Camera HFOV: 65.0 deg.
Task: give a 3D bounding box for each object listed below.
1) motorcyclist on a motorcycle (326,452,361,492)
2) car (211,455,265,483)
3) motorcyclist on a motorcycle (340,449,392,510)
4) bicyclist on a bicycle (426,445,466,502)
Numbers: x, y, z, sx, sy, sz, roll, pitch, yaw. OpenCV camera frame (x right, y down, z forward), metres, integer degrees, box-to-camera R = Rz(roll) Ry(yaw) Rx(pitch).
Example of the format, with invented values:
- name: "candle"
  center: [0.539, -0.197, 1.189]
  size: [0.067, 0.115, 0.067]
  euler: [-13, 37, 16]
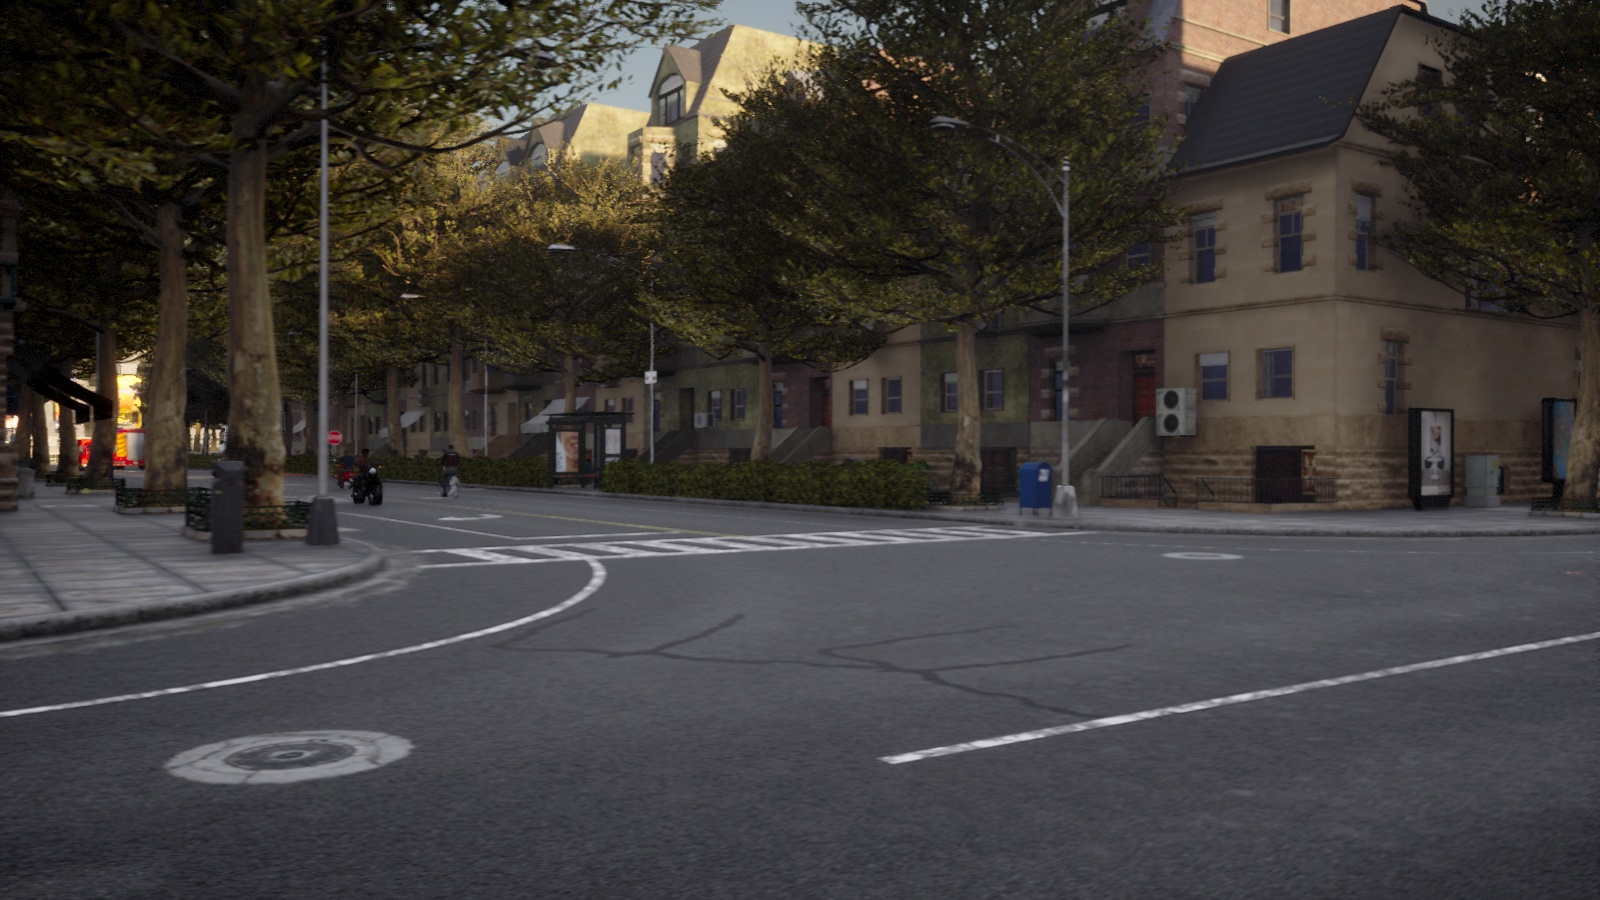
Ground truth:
- name: "motorcyclist on a motorcycle"
  center: [-18.173, 0.859, 49.999]
  size: [0.866, 1.590, 1.817]
  euler: [0, 0, -34]
- name: "car"
  center: [-30.211, 0.999, 67.457]
  size: [1.812, 1.442, 4.674]
  euler: [0, 0, -35]
- name: "motorcyclist on a motorcycle"
  center: [-12.165, 0.807, 35.161]
  size: [0.766, 1.649, 2.350]
  euler: [0, 0, -34]
- name: "bicyclist on a bicycle"
  center: [-11.315, 0.737, 40.068]
  size: [0.659, 1.776, 1.843]
  euler: [0, 0, -35]
